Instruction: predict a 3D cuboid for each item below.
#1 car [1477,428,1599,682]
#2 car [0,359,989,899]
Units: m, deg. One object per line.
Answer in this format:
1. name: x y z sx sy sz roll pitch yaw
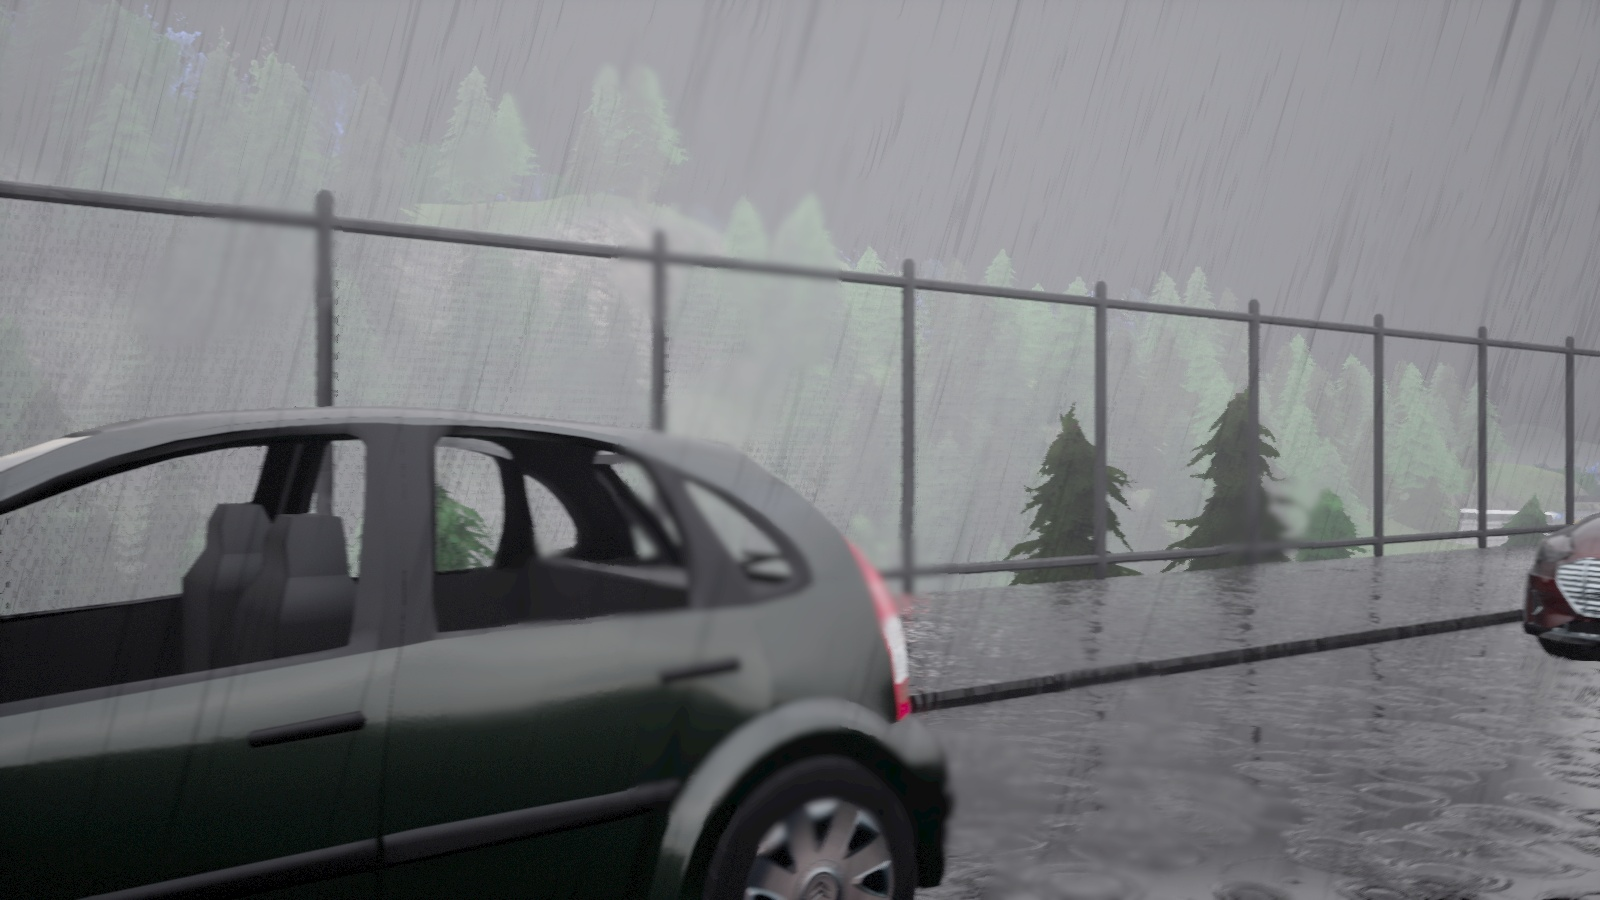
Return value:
1. car: 7.325 0.682 9.366 4.856 1.649 2.033 0 0 -35
2. car: -1.640 0.654 3.125 3.988 1.617 1.851 0 0 -35
